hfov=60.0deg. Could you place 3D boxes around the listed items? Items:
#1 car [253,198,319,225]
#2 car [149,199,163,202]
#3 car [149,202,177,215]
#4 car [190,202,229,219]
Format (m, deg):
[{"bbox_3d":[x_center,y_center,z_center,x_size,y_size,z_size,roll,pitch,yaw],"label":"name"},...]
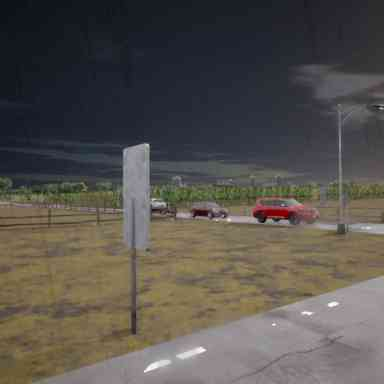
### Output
[{"bbox_3d":[7.446,1.516,26.990,2.150,2.045,5.566,0,-1,-36],"label":"car"},{"bbox_3d":[-6.379,2.049,51.188,2.150,2.045,5.566,0,-1,-36],"label":"car"},{"bbox_3d":[-3.818,2.268,42.617,1.895,1.301,4.718,0,-1,-36],"label":"car"},{"bbox_3d":[1.773,1.833,34.862,2.097,1.767,4.553,0,-1,-36],"label":"car"}]
